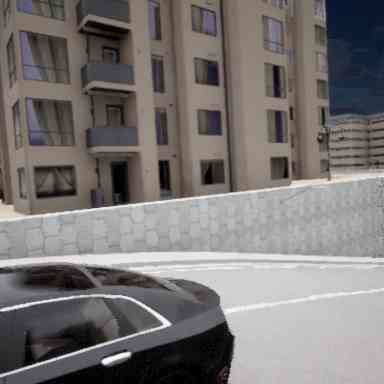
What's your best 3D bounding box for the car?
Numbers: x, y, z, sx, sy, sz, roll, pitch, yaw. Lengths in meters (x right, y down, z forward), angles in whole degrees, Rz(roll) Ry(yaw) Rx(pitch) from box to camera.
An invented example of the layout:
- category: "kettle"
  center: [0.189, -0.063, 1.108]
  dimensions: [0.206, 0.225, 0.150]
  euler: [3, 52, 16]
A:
- category: "car"
  center: [-1.826, 1.479, 2.704]
  dimensions: [4.892, 1.490, 1.837]
  euler: [0, 1, -35]
